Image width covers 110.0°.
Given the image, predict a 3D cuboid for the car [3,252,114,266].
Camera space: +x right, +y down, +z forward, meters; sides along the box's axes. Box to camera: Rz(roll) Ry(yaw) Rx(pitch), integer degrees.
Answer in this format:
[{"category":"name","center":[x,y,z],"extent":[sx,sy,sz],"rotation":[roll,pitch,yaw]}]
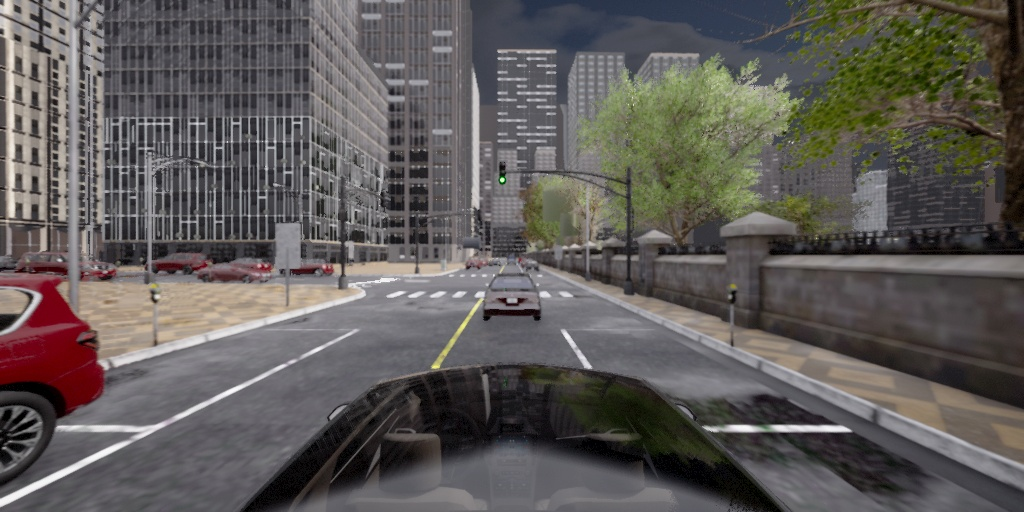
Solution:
[{"category":"car","center":[-28.849,0.707,23.237],"extent":[5.009,1.841,2.192],"rotation":[0,0,1]}]

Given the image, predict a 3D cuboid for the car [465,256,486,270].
[{"category":"car","center":[-5.382,0.990,50.763],"extent":[2.192,1.841,5.009],"rotation":[0,0,0]}]

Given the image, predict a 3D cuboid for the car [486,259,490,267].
[{"category":"car","center":[-5.397,1.094,61.853],"extent":[1.967,1.591,4.097],"rotation":[0,0,0]}]

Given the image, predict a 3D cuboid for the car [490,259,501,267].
[{"category":"car","center":[-2.870,1.217,62.289],"extent":[1.994,1.385,4.181],"rotation":[0,0,1]}]

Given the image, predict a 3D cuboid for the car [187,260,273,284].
[{"category":"car","center":[-17.798,1.107,23.028],"extent":[4.207,1.307,1.802],"rotation":[0,0,1]}]

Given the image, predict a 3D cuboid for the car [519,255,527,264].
[{"category":"car","center":[2.491,1.105,56.311],"extent":[1.967,1.591,4.097],"rotation":[0,0,0]}]

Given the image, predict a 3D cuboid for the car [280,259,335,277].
[{"category":"car","center":[-17.664,0.955,30.908],"extent":[4.097,1.591,1.967],"rotation":[0,0,1]}]

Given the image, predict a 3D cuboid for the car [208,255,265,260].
[{"category":"car","center":[-23.190,0.889,31.012],"extent":[4.097,1.591,1.967],"rotation":[0,0,1]}]

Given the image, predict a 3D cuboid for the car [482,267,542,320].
[{"category":"car","center":[0.008,1.284,12.482],"extent":[2.033,1.411,5.357],"rotation":[0,0,0]}]

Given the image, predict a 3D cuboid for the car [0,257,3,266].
[{"category":"car","center":[-45.294,0.749,31.429],"extent":[4.313,1.339,1.948],"rotation":[0,0,1]}]

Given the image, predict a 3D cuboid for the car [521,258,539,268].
[{"category":"car","center":[2.506,1.236,45.220],"extent":[2.007,1.370,4.403],"rotation":[0,0,0]}]

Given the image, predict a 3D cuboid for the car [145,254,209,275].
[{"category":"car","center":[-28.716,0.697,31.116],"extent":[5.009,1.841,2.192],"rotation":[0,0,1]}]

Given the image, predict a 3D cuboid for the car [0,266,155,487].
[{"category":"car","center":[-5.315,1.065,1.709],"extent":[2.192,1.841,5.009],"rotation":[0,0,0]}]
